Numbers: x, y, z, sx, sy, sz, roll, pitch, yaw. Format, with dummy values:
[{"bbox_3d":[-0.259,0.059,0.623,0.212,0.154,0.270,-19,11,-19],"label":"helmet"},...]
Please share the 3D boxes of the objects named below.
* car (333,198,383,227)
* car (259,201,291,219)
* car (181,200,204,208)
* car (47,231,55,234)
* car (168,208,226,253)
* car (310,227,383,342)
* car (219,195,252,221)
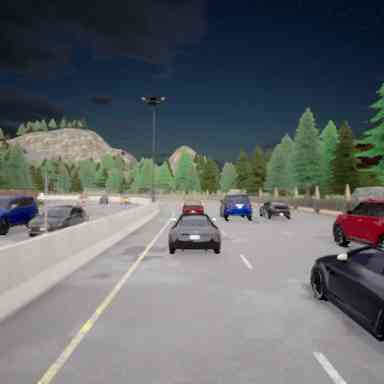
[{"bbox_3d":[7.099,1.228,11.906,2.150,2.045,5.566,0,0,0],"label":"car"},{"bbox_3d":[7.060,1.520,28.773,1.837,1.490,4.892,0,0,-1],"label":"car"},{"bbox_3d":[0.038,1.493,30.273,1.882,1.535,5.008,0,0,-1],"label":"car"},{"bbox_3d":[-7.110,1.514,18.162,1.837,1.490,4.892,0,0,0],"label":"car"},{"bbox_3d":[0.099,1.571,13.796,1.994,1.385,4.181,0,0,0],"label":"car"},{"bbox_3d":[3.592,1.567,5.661,1.994,1.385,4.181,0,0,0],"label":"car"},{"bbox_3d":[3.579,1.236,27.731,2.150,2.045,5.566,0,0,-1],"label":"car"}]
